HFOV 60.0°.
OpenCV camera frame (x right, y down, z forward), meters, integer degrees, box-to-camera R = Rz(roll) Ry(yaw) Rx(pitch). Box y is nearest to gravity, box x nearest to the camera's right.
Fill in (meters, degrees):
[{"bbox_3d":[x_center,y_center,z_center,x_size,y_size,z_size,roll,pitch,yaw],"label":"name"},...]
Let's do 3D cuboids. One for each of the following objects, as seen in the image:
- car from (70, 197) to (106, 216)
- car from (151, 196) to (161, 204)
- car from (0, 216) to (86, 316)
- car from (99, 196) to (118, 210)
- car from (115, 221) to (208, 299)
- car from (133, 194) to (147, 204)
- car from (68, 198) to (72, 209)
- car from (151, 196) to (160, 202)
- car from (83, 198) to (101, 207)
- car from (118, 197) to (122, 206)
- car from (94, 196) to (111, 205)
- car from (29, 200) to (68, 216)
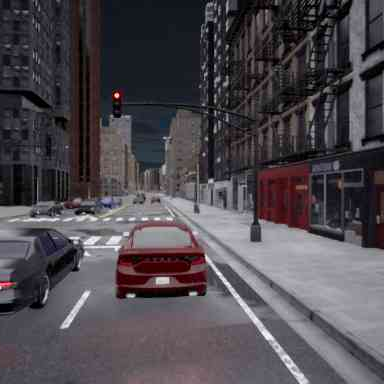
[{"bbox_3d":[-10.199,1.553,33.018,2.033,1.411,5.357,0,0,-6],"label":"car"},{"bbox_3d":[-7.052,1.524,65.168,1.837,1.490,4.892,0,0,-6],"label":"car"},{"bbox_3d":[-3.901,1.546,7.702,2.033,1.411,5.357,0,0,-6],"label":"car"},{"bbox_3d":[-11.438,1.488,44.248,1.882,1.535,5.008,0,0,-6],"label":"car"},{"bbox_3d":[-0.794,1.476,8.569,1.882,1.535,5.008,0,0,-6],"label":"car"},{"bbox_3d":[-10.058,1.619,62.796,1.895,1.301,4.718,0,0,-7],"label":"car"},{"bbox_3d":[-14.380,1.487,41.270,1.882,1.535,5.008,0,0,-6],"label":"car"},{"bbox_3d":[-8.304,1.562,75.472,2.033,1.411,5.357,0,0,-6],"label":"car"},{"bbox_3d":[-15.592,1.615,52.219,1.895,1.301,4.718,0,0,-6],"label":"car"},{"bbox_3d":[-12.595,1.506,54.740,2.128,1.511,4.902,0,0,-6],"label":"car"},{"bbox_3d":[-16.680,1.509,62.211,2.128,1.511,4.902,0,0,-6],"label":"car"},{"bbox_3d":[-13.165,1.510,30.308,1.837,1.490,4.892,0,0,-6],"label":"car"}]
